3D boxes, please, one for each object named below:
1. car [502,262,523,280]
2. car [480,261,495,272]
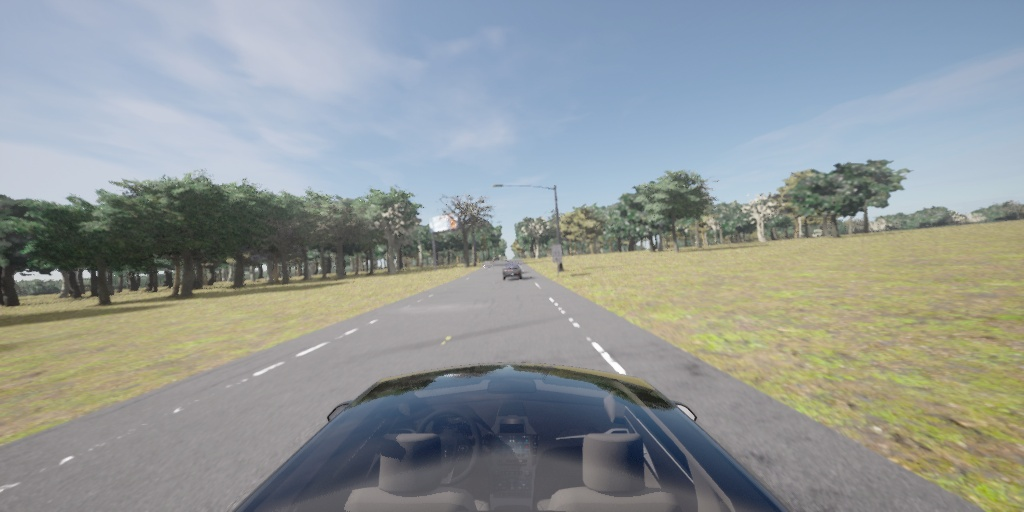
[{"bbox_3d":[0.036,1.514,35.631,2.128,1.511,4.902,-4,0,0],"label":"car"},{"bbox_3d":[-3.485,1.439,51.553,1.812,1.442,4.674,-4,0,0],"label":"car"}]
